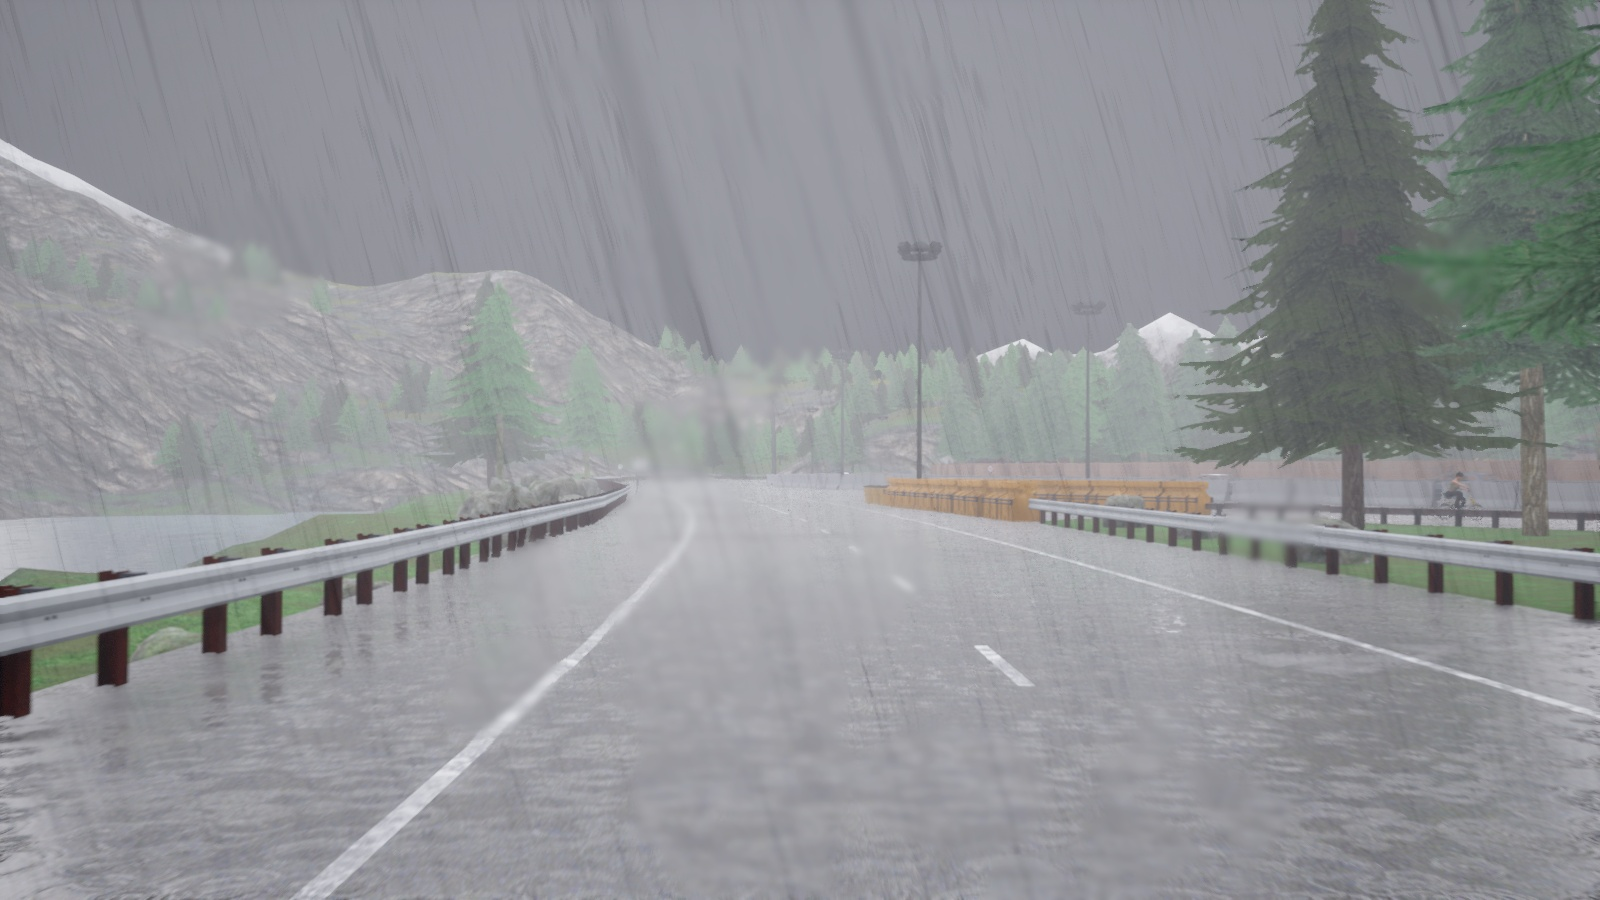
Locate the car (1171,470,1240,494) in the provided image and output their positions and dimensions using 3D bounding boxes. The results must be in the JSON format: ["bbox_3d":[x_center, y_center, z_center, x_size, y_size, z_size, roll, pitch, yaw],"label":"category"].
[{"bbox_3d":[25.650,2.007,79.471,1.970,1.475,3.806,0,-1,-30],"label":"car"}]

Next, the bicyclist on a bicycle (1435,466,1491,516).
[{"bbox_3d":[22.244,1.367,42.132,1.509,1.612,0.866,-1,-4,41],"label":"bicyclist on a bicycle"}]

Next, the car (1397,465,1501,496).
[{"bbox_3d":[36.011,1.682,69.821,2.242,1.667,4.611,0,-1,-35],"label":"car"}]
